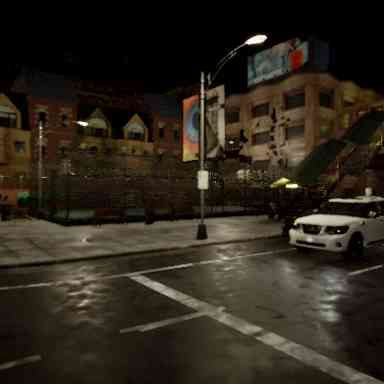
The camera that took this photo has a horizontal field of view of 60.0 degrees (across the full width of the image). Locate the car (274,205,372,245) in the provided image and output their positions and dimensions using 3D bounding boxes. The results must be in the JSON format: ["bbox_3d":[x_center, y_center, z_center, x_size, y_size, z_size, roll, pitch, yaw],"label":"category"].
[{"bbox_3d":[6.541,1.484,16.397,5.008,1.535,2.097,0,0,-36],"label":"car"}]

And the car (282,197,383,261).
[{"bbox_3d":[6.168,1.225,12.637,5.566,2.045,2.150,0,0,-35],"label":"car"}]
